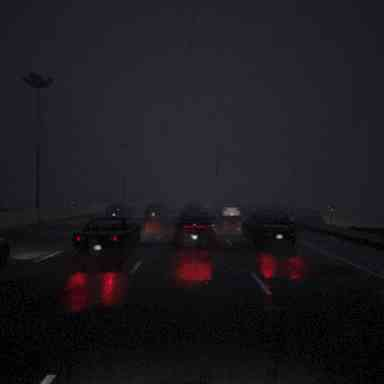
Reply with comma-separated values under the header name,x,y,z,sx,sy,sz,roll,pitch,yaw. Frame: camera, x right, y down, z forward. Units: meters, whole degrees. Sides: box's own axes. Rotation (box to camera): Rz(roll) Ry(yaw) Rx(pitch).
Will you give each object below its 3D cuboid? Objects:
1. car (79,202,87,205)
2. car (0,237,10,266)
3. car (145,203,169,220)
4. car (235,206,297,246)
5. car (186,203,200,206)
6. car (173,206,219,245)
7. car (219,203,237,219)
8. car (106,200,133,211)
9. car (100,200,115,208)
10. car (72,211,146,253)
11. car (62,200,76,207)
name,x,y,z,sx,sy,sz,roll,pitch,yaw
car,-20.918,2.513,67.826,1.895,1.301,4.718,0,-2,0
car,-6.902,1.599,9.028,1.812,1.442,4.674,0,0,0
car,-3.365,1.785,31.647,1.837,1.490,4.892,0,-1,0
car,3.615,1.640,16.119,2.128,1.511,4.902,0,-1,0
car,0.132,1.819,32.593,1.812,1.442,4.674,0,-1,0
car,0.116,1.651,16.287,1.837,1.490,4.892,0,-1,0
car,3.633,1.823,32.583,1.812,1.442,4.674,0,-1,0
car,-6.865,1.781,31.647,1.837,1.490,4.892,0,-1,0
car,-17.416,2.433,68.687,1.837,1.490,4.892,0,-2,0
car,-3.388,1.724,14.184,1.895,1.301,4.718,0,0,0
car,-24.417,2.270,67.896,2.097,1.767,4.553,0,-2,0
